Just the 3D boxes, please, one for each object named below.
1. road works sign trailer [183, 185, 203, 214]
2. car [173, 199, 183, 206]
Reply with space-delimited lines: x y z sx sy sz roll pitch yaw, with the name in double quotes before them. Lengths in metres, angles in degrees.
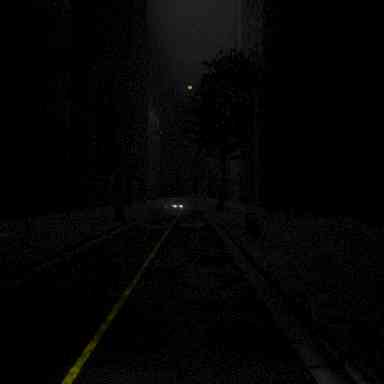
"road works sign trailer" 0.005 0.856 41.914 2.380 3.560 2.880 0 -1 0
"car" -2.991 2.218 71.788 1.994 1.385 4.181 0 -1 0
